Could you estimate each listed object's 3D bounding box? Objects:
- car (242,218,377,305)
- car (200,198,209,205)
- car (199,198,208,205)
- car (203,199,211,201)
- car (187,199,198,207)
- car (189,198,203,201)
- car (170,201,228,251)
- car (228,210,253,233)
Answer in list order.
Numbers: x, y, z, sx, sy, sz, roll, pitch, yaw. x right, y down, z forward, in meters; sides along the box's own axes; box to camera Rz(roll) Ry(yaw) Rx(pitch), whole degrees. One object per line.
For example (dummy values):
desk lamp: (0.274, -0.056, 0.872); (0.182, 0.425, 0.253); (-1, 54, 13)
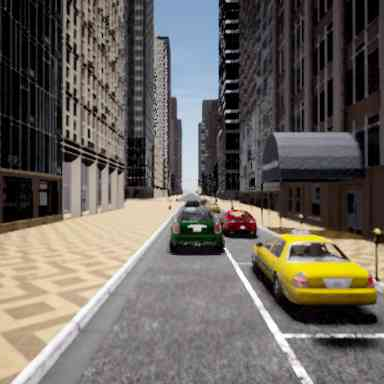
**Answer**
car: (2.564, 1.585, 8.164); (1.752, 1.417, 4.829); (0, 0, 0)
car: (2.557, 2.019, 69.057); (1.887, 1.381, 4.507); (0, 0, 0)
car: (2.556, 2.037, 74.779); (1.752, 1.417, 4.829); (0, 0, 0)
car: (2.560, 1.816, 41.471); (1.752, 1.417, 4.829); (0, 0, 0)
car: (0.095, 1.976, 59.612); (1.994, 1.385, 4.181); (0, 0, 0)
car: (0.099, 1.768, 41.458); (1.882, 1.535, 5.008); (0, 0, 0)
car: (0.140, 1.457, 14.701); (2.097, 1.767, 4.553); (0, 0, -2)
car: (2.563, 1.681, 19.096); (1.887, 1.381, 4.507); (0, 0, 0)
